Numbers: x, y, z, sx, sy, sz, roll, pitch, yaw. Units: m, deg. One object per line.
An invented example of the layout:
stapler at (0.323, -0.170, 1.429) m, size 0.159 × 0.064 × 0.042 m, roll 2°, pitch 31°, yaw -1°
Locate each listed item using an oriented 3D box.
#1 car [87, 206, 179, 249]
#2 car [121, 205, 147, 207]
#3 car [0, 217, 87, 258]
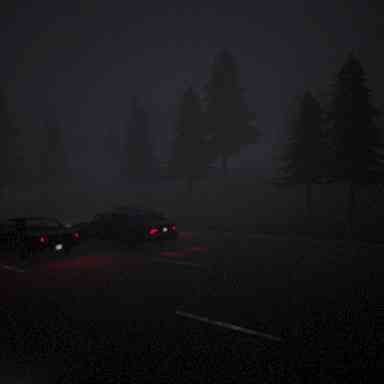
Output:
car at (-3.113, 1.550, 14.714) m, size 5.357 × 1.411 × 2.033 m, roll 0°, pitch 0°, yaw 36°
car at (-3.768, 1.480, 19.518) m, size 5.008 × 1.535 × 1.882 m, roll 0°, pitch 0°, yaw 36°
car at (-6.377, 1.603, 12.760) m, size 4.718 × 1.301 × 1.895 m, roll 0°, pitch 0°, yaw 36°
